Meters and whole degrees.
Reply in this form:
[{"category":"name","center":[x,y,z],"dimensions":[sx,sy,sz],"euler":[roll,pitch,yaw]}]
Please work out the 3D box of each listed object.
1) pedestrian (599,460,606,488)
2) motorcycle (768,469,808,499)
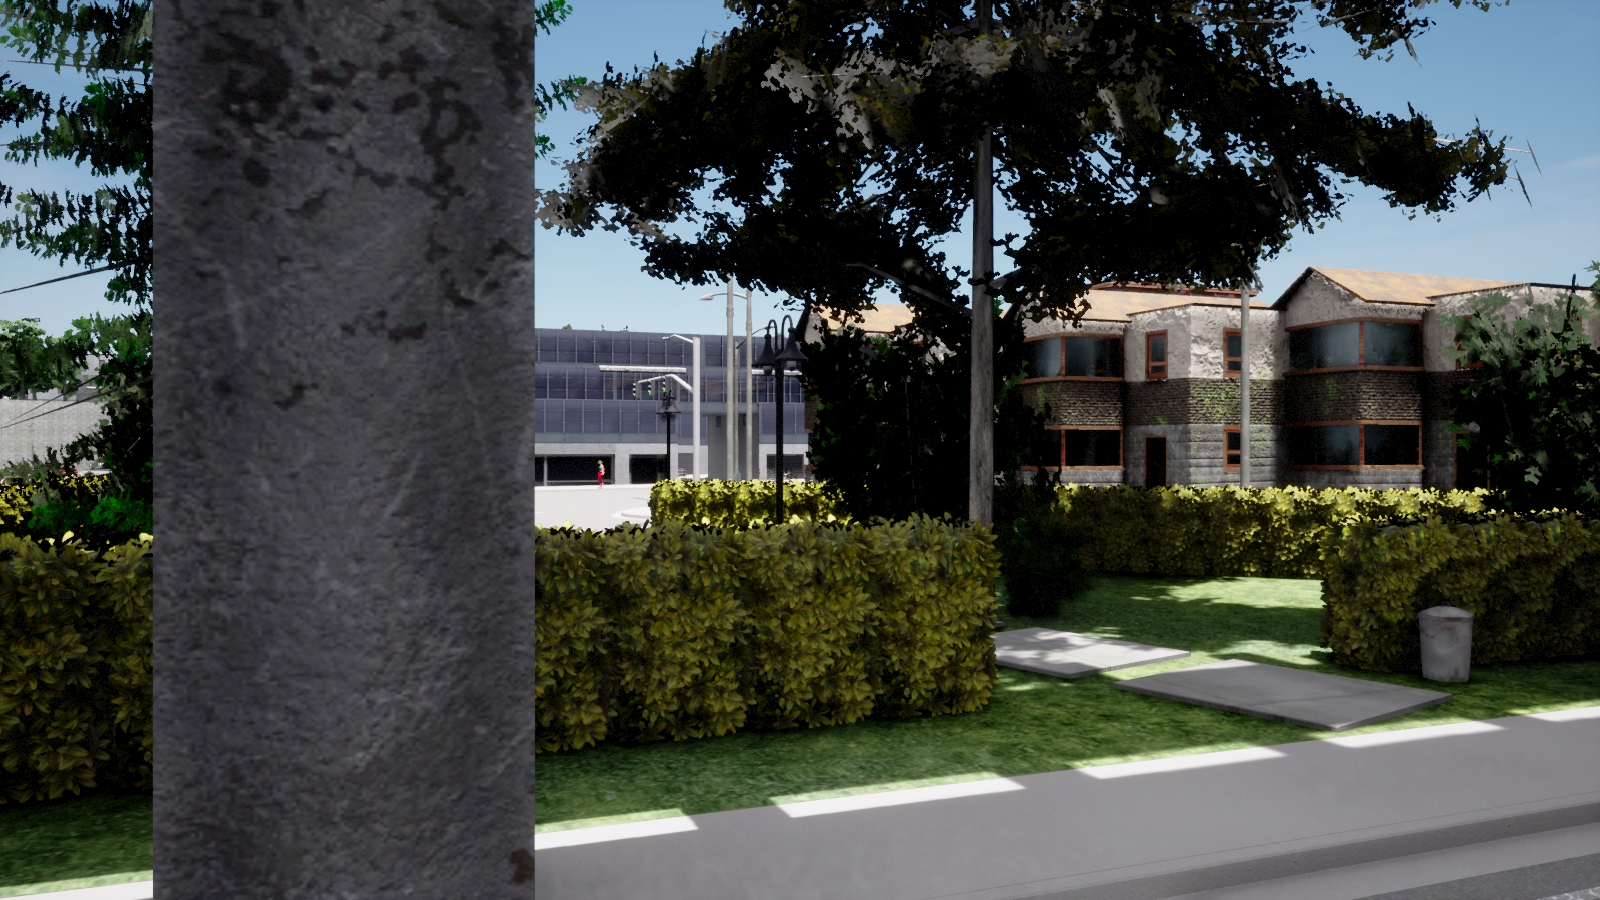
[{"category":"pedestrian","center":[-13.337,1.598,77.089],"dimensions":[0.375,1.860,0.375],"euler":[0,0,-23]},{"category":"motorcycle","center":[-0.660,1.827,61.763],"dimensions":[2.033,1.505,0.803],"euler":[-1,0,-32]}]
